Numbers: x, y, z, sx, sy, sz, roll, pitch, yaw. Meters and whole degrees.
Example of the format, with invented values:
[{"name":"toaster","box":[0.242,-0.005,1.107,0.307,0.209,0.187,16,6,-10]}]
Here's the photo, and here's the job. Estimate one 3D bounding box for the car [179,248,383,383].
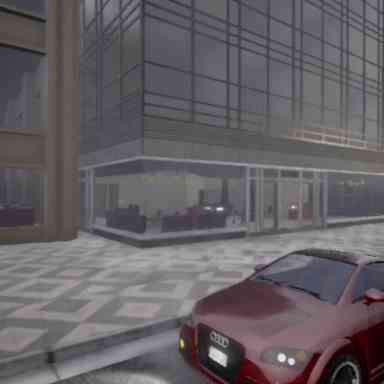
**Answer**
[{"name":"car","box":[1.898,1.566,4.720,4.181,1.385,1.994,0,0,-36]}]
